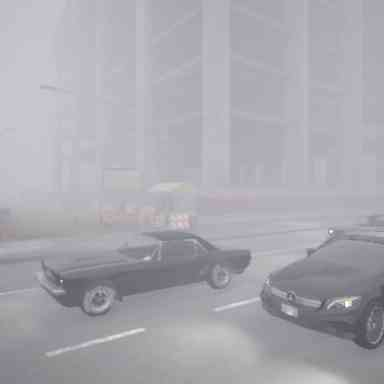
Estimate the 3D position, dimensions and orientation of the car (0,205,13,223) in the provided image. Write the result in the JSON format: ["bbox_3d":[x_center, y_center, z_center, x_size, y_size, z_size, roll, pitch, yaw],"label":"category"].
[{"bbox_3d":[-14.532,1.150,22.476,3.866,1.878,1.905,0,0,-36],"label":"car"}]

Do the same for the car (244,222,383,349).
[{"bbox_3d":[3.383,1.533,6.376,4.674,1.442,1.812,0,0,-35],"label":"car"}]

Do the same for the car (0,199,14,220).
[{"bbox_3d":[-15.849,1.340,24.978,4.193,1.474,1.816,0,0,-36],"label":"car"}]

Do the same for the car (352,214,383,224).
[{"bbox_3d":[7.602,1.616,13.614,4.718,1.301,1.895,0,0,-35],"label":"car"}]

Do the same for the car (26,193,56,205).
[{"bbox_3d":[-23.867,1.125,53.186,3.866,1.878,1.905,0,0,-36],"label":"car"}]

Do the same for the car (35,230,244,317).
[{"bbox_3d":[-0.930,1.605,7.611,4.718,1.301,1.895,0,0,-35],"label":"car"}]
